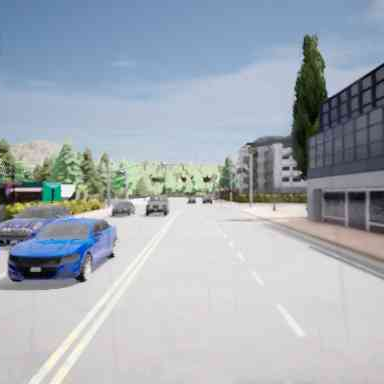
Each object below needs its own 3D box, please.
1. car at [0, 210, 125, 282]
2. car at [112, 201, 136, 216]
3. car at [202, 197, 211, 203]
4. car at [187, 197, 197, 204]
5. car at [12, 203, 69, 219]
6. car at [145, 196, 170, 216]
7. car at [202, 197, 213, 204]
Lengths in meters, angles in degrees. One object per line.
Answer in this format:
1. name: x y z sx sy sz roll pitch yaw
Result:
1. car: -3.587 1.533 10.148 1.882 1.535 5.008 0 -1 0
2. car: -7.015 1.704 34.669 1.837 1.490 4.892 0 -1 0
3. car: 3.469 1.910 82.664 2.033 1.411 5.357 0 0 0
4. car: -0.027 1.914 72.658 2.128 1.511 4.902 0 0 0
5. car: -7.063 1.436 15.510 2.097 1.767 4.553 0 0 0
6. car: -3.514 1.398 34.840 2.150 2.045 5.566 0 0 0
7. car: 3.473 1.887 72.274 1.837 1.490 4.892 0 0 0
